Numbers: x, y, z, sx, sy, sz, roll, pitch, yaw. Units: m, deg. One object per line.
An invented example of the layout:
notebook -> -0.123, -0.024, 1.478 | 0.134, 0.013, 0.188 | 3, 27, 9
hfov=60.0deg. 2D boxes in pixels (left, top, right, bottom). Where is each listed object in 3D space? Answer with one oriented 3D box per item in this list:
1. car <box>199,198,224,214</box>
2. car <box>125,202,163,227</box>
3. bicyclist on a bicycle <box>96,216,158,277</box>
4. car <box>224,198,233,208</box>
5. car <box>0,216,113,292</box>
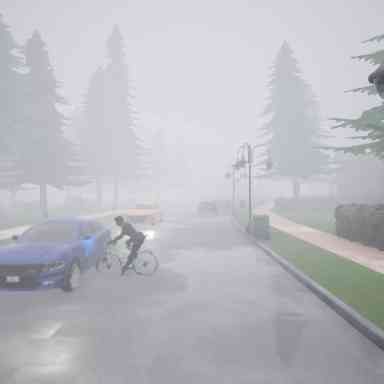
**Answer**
car -> 1.883, 1.491, 35.970 | 2.128, 1.511, 4.902 | 0, 0, 9
car -> -3.256, 1.477, 23.337 | 1.882, 1.535, 5.008 | 0, 0, 4
bicyclist on a bicycle -> -1.736, 1.453, 8.771 | 1.656, 1.620, 0.582 | -2, 0, 0
car -> 4.722, 1.564, 48.145 | 1.994, 1.385, 4.181 | 0, 0, 16
car -> -3.575, 1.477, 9.156 | 1.882, 1.535, 5.008 | 0, 0, 0
